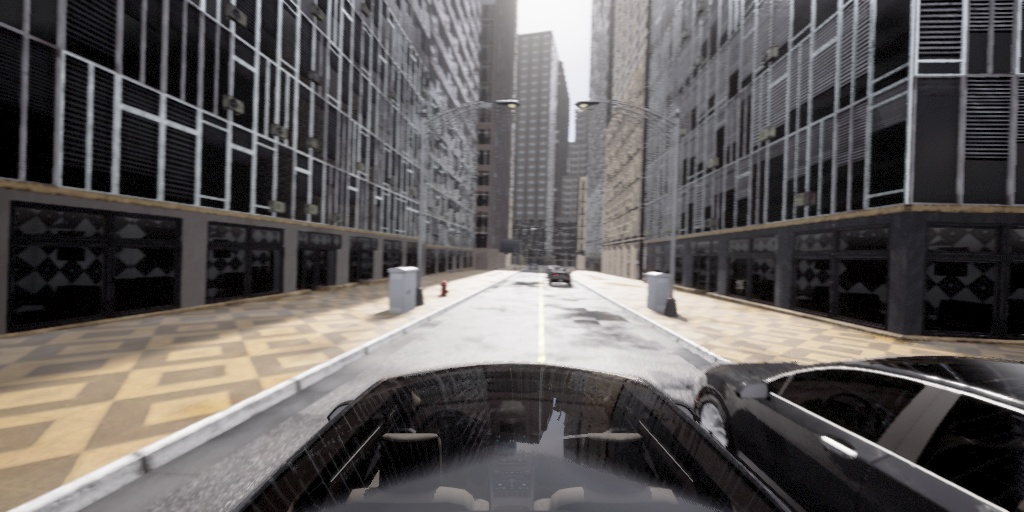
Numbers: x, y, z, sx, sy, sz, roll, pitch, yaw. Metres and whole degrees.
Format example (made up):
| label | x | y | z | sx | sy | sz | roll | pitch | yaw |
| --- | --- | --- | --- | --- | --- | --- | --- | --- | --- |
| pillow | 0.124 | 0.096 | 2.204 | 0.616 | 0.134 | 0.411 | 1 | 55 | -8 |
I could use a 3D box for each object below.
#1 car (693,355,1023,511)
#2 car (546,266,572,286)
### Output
| label | x | y | z | sx | sy | sz | roll | pitch | yaw |
| --- | --- | --- | --- | --- | --- | --- | --- | --- | --- |
| car | 2.753 | 1.349 | 1.975 | 1.837 | 1.490 | 4.892 | 2 | -1 | 5 |
| car | 4.048 | 1.719 | 30.714 | 1.837 | 1.490 | 4.892 | 2 | 0 | 5 |
